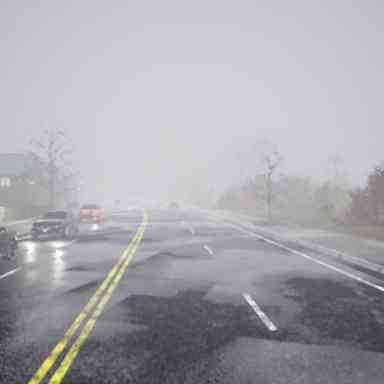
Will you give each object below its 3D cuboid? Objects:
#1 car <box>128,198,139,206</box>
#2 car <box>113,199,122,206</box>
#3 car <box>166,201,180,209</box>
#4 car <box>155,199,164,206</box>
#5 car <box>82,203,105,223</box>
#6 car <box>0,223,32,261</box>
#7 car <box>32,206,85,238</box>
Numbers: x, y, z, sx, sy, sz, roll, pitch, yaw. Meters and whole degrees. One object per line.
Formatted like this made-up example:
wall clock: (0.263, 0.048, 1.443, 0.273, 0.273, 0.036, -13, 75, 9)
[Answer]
car: (-13.410, 2.343, 74.827, 1.895, 1.301, 4.718, -1, -1, -12)
car: (-16.596, 2.284, 74.180, 1.837, 1.490, 4.892, -1, -1, -12)
car: (-3.343, 2.234, 57.577, 1.812, 1.442, 4.674, -1, -1, -9)
car: (-7.936, 2.539, 80.342, 2.128, 1.511, 4.902, -1, -1, -12)
car: (-9.304, 1.851, 30.389, 2.097, 1.767, 4.553, -1, -1, -7)
car: (-7.336, 1.737, 10.685, 2.128, 1.511, 4.902, -1, -1, -5)
car: (-8.228, 1.876, 20.465, 1.837, 1.490, 4.892, -1, -1, -6)
